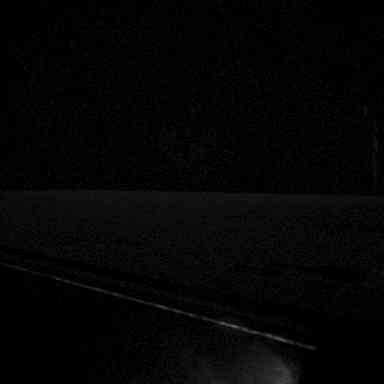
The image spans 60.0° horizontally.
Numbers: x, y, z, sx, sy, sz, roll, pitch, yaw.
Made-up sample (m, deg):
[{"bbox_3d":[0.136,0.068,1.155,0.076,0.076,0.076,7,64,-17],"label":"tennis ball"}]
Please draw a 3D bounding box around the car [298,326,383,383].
[{"bbox_3d":[3.297,1.572,1.689,5.357,1.411,2.033,1,1,34],"label":"car"}]
